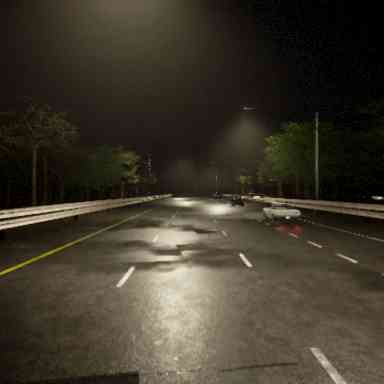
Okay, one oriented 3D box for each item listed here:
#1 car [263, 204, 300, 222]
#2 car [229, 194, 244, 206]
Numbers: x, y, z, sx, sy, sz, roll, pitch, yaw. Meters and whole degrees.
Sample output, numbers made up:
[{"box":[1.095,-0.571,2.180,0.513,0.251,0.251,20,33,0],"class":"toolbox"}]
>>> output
[{"box":[7.040,1.602,26.631,1.895,1.301,4.718,0,0,0],"class":"car"},{"box":[7.117,1.499,53.361,2.128,1.511,4.902,0,0,0],"class":"car"}]
